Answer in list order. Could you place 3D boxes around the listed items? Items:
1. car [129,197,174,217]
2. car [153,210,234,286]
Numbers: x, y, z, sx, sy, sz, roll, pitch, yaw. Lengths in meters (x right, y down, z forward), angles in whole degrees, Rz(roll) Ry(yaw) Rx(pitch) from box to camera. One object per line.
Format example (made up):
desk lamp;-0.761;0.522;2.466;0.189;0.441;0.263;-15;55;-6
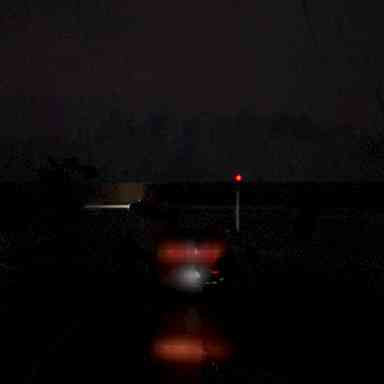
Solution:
car;-3.695;1.201;29.907;2.097;1.767;4.553;-1;1;-44
car;0.051;1.457;9.226;1.837;1.490;4.892;0;0;1
